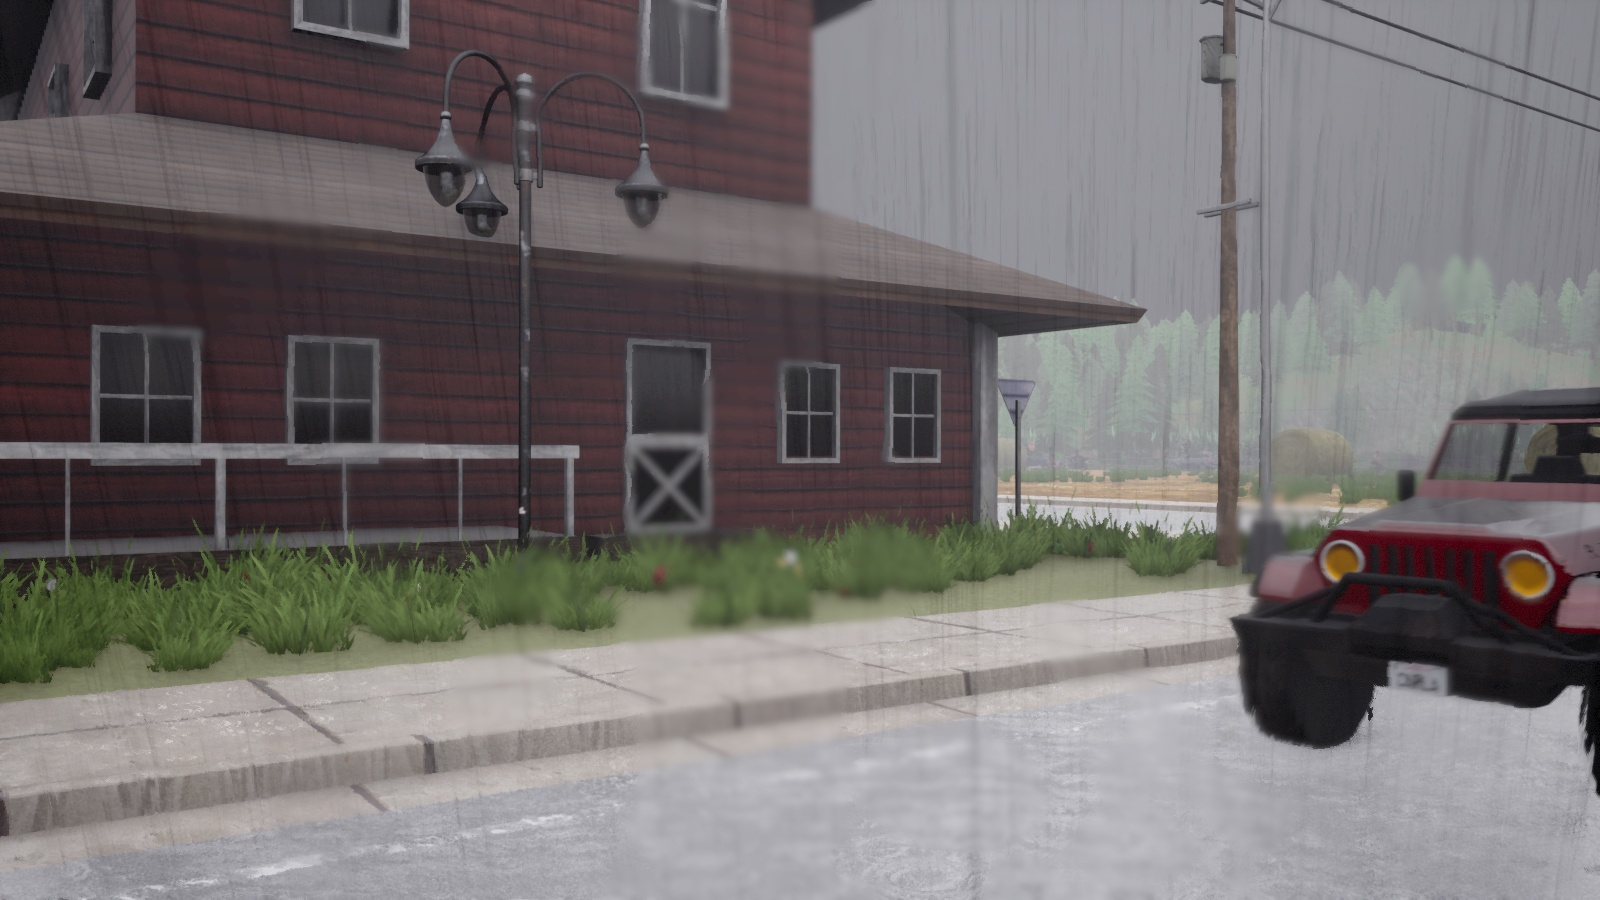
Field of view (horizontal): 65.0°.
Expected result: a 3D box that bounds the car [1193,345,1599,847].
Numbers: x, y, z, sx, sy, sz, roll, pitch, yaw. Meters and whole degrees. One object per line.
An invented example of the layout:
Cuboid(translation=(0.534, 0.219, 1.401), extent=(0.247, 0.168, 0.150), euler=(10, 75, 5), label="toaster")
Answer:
Cuboid(translation=(4.041, 0.548, 6.523), extent=(3.866, 1.878, 1.905), euler=(0, 0, -37), label="car")
